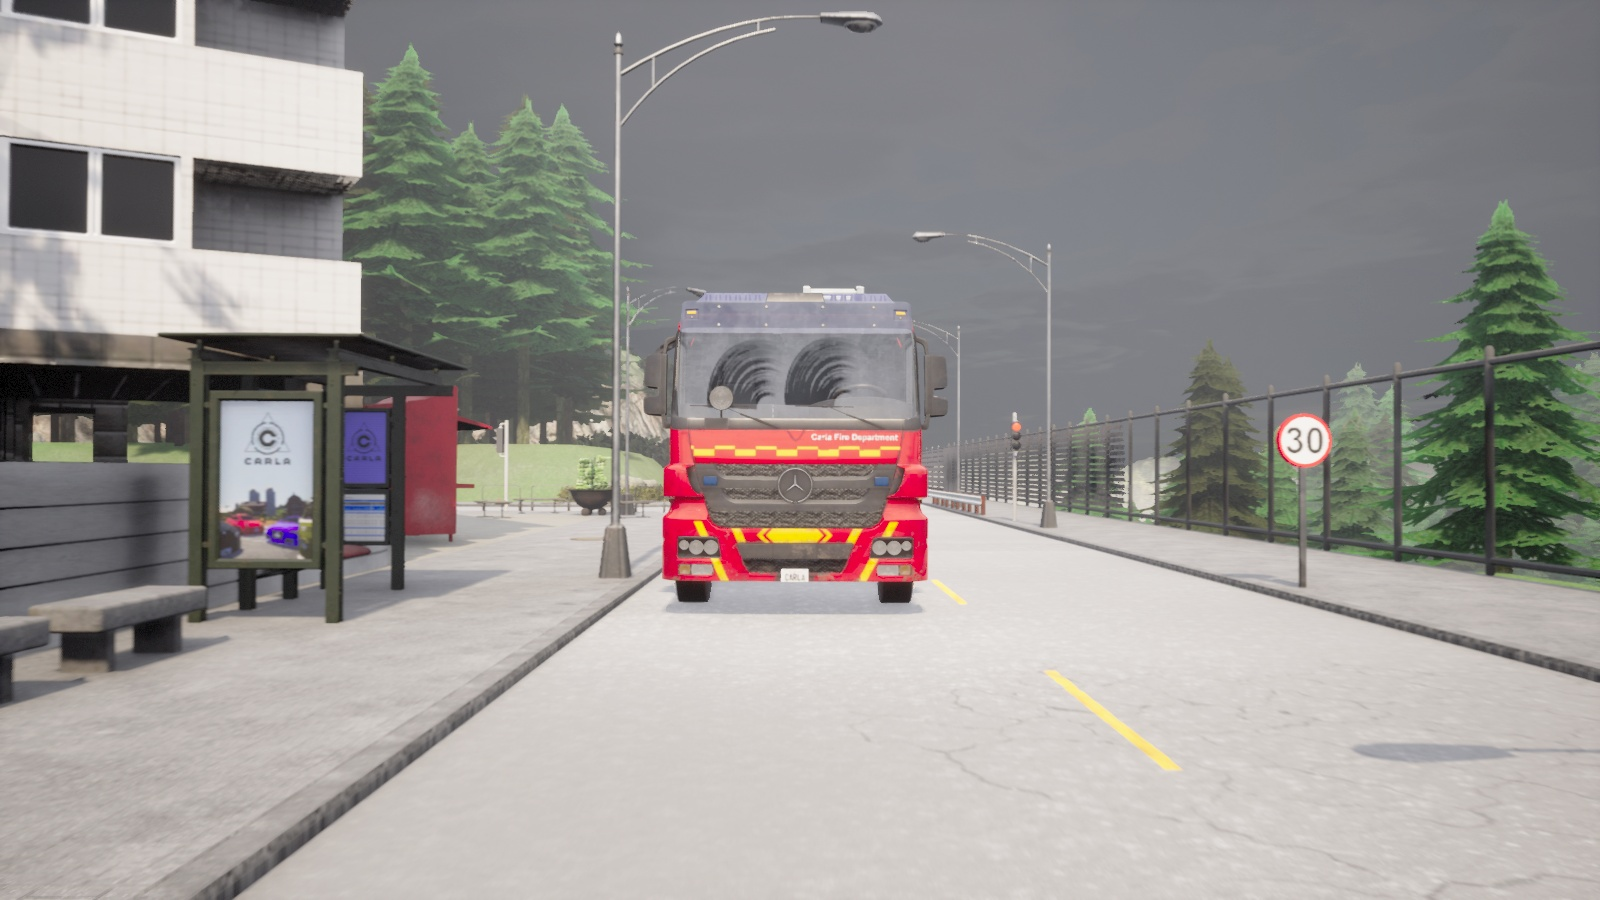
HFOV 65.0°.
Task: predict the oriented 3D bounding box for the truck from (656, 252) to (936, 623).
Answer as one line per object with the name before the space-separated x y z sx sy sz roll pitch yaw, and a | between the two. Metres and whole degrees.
truck | -0.062 -0.061 17.236 2.891 3.827 8.468 0 -1 0
